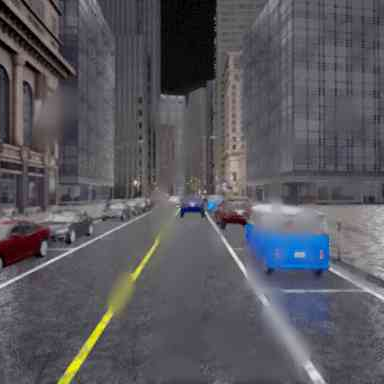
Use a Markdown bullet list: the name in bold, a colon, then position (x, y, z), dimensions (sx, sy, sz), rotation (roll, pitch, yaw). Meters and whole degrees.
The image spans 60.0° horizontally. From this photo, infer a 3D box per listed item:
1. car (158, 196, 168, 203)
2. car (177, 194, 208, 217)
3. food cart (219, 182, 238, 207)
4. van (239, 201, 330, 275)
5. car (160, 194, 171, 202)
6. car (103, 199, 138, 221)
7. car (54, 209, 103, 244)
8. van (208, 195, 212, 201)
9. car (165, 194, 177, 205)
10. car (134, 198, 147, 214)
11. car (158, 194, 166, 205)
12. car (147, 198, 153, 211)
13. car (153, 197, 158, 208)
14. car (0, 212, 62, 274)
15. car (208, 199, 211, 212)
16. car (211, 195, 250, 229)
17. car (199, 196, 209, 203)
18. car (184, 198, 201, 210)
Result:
- **car**: position (-5.991, 1.515, 69.927), dimensions (1.752, 1.417, 4.829), rotation (0, 0, 0)
- **car**: position (0.042, 1.165, 30.562), dimensions (2.150, 2.045, 5.566), rotation (0, 0, 0)
- **food cart**: position (5.516, 0.402, 50.653), dimensions (2.280, 3.560, 4.660), rotation (-1, -1, 0)
- **van**: position (2.663, 1.313, 10.053), dimensions (1.690, 1.788, 3.998), rotation (1, 0, 0)
- **car**: position (-6.001, 1.323, 75.558), dimensions (2.192, 1.841, 5.009), rotation (0, 0, 0)
- **car**: position (-5.899, 1.502, 26.423), dimensions (2.008, 1.369, 4.403), rotation (1, 0, 0)
- **car**: position (-5.876, 1.519, 15.504), dimensions (2.008, 1.369, 4.403), rotation (1, 0, 0)
- **van**: position (2.604, 1.275, 37.355), dimensions (1.690, 1.788, 3.998), rotation (1, 0, 0)
- **car**: position (-3.162, 1.483, 57.752), dimensions (1.812, 1.442, 4.674), rotation (0, 0, 0)
- **car**: position (-5.911, 1.496, 31.883), dimensions (2.008, 1.369, 4.403), rotation (1, 0, 0)
- **car**: position (-5.969, 1.527, 59.179), dimensions (1.947, 1.339, 4.313), rotation (0, 0, 0)
- **car**: position (-5.921, 1.382, 37.343), dimensions (1.967, 1.590, 4.097), rotation (1, 0, 0)
- **car**: position (-5.934, 1.487, 42.802), dimensions (1.887, 1.381, 4.507), rotation (1, 0, 0)
- **car**: position (-5.865, 1.525, 10.044), dimensions (1.887, 1.381, 4.507), rotation (1, 0, 0)
- **car**: position (2.626, 1.494, 26.434), dimensions (2.008, 1.369, 4.403), rotation (1, 0, 0)
- **car**: position (2.640, 1.267, 20.974), dimensions (2.192, 1.841, 5.009), rotation (1, 0, 0)
- **car**: position (2.533, 1.527, 70.113), dimensions (1.887, 1.381, 4.507), rotation (0, 0, 0)
- **car**: position (0.012, 1.485, 43.194), dimensions (2.033, 1.411, 5.357), rotation (0, 0, -1)
